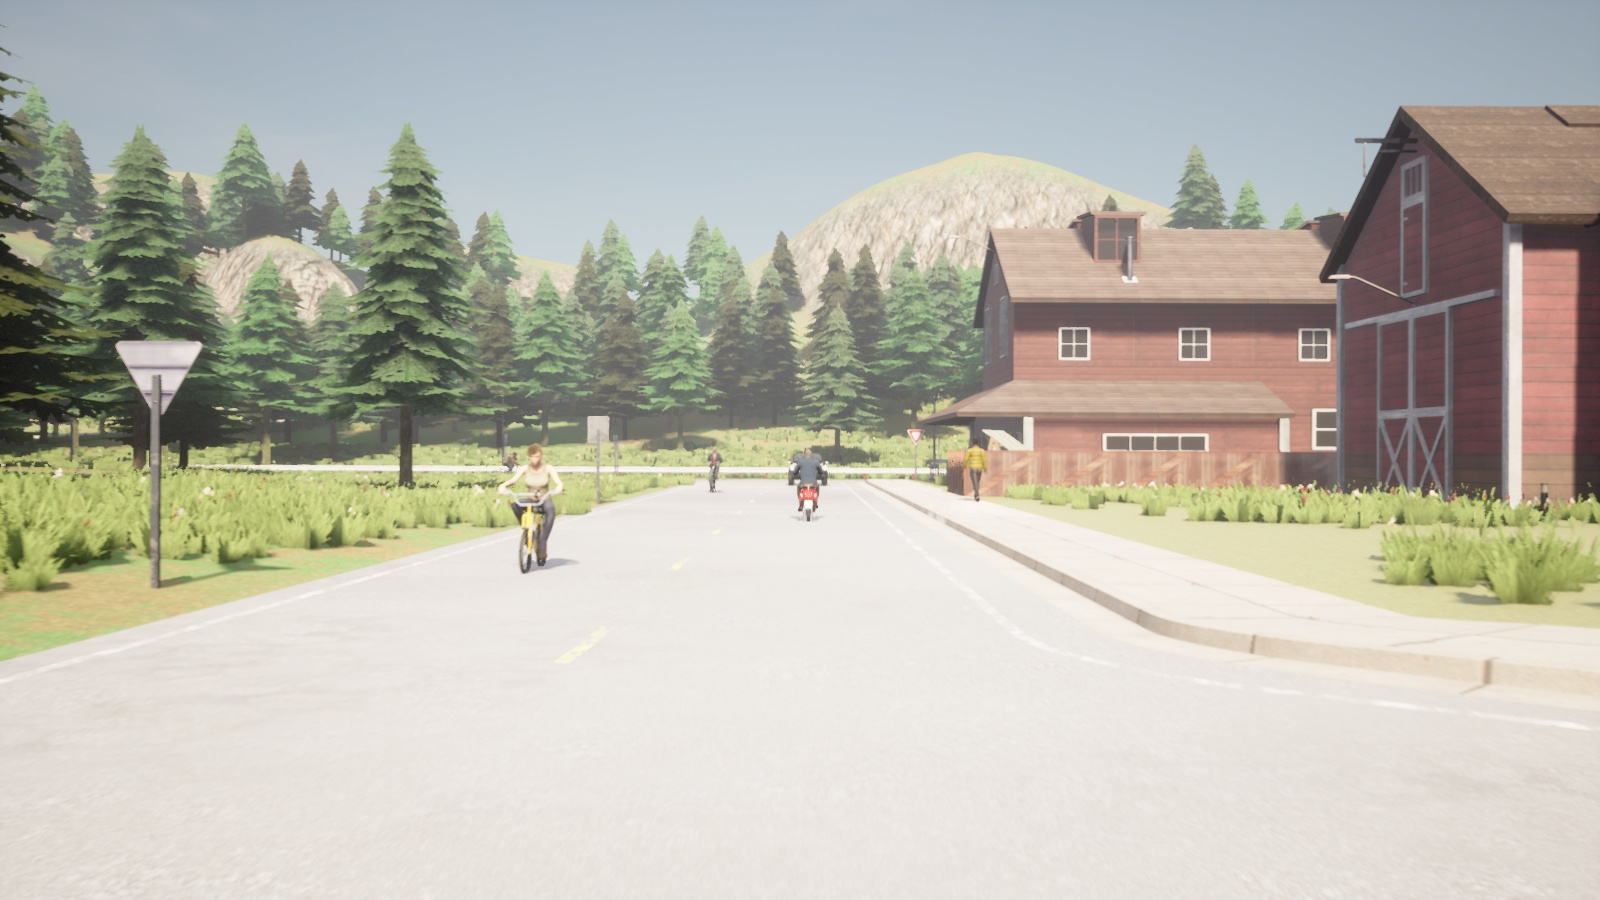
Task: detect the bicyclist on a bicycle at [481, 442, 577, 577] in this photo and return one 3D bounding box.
[{"bbox_3d":[-3.393,0.720,15.844,0.866,1.612,1.509,0,0,0],"label":"bicyclist on a bicycle"}]

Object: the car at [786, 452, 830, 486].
[{"bbox_3d":[0.371,0.866,58.977,2.007,1.525,4.514,0,0,0],"label":"car"}]

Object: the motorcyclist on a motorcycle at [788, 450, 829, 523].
[{"bbox_3d":[0.191,0.793,28.385,0.866,1.590,1.817,0,0,0],"label":"motorcyclist on a motorcycle"}]

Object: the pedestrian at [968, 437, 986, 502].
[{"bbox_3d":[5.008,0.545,35.526,0.431,1.840,0.709,0,0,2],"label":"pedestrian"}]
